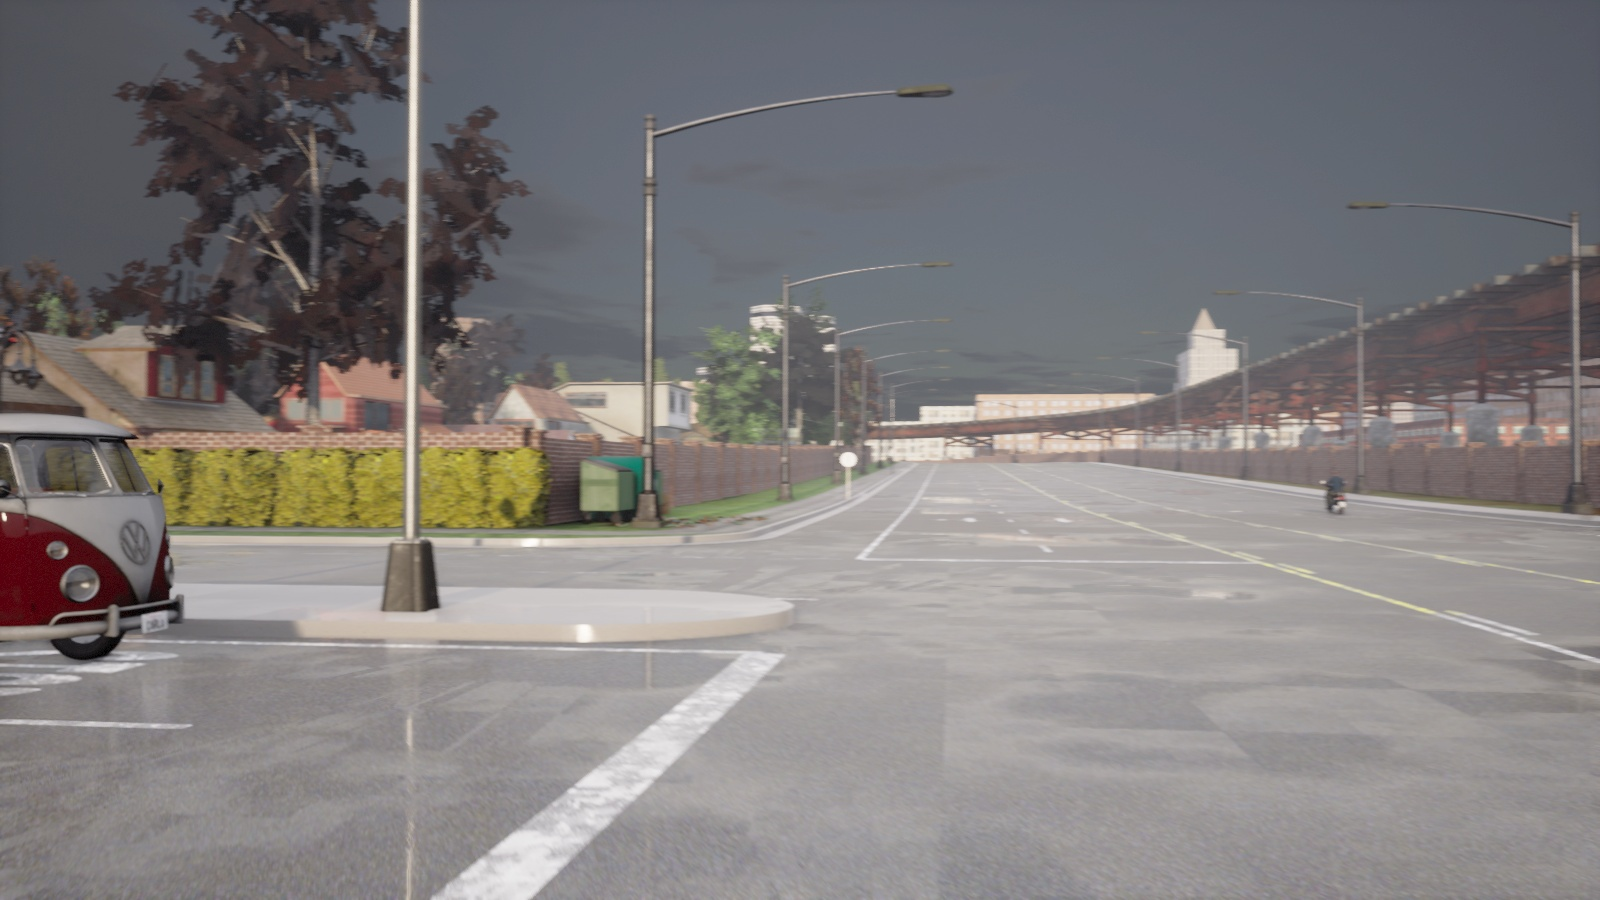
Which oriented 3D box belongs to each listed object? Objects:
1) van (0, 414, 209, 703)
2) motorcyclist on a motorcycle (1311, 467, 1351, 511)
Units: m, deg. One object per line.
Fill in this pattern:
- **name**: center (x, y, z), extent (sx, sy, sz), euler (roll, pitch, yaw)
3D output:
- **van**: center (-7.206, 0.773, 9.776), extent (4.442, 1.987, 1.775), euler (0, -1, 6)
- **motorcyclist on a motorcycle**: center (19.671, 1.416, 46.533), extent (0.866, 1.590, 1.817), euler (0, -1, 7)
